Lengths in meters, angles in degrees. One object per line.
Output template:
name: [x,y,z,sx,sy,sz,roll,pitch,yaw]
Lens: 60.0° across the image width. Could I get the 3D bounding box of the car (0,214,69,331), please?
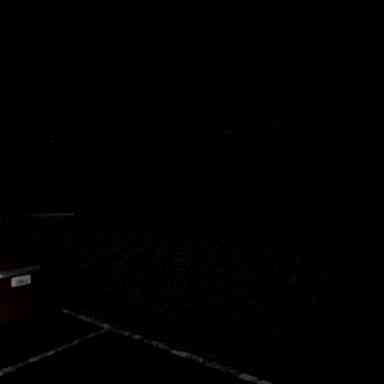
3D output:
car: [-4.288,1.312,6.020,5.009,1.841,2.192,0,-1,36]
